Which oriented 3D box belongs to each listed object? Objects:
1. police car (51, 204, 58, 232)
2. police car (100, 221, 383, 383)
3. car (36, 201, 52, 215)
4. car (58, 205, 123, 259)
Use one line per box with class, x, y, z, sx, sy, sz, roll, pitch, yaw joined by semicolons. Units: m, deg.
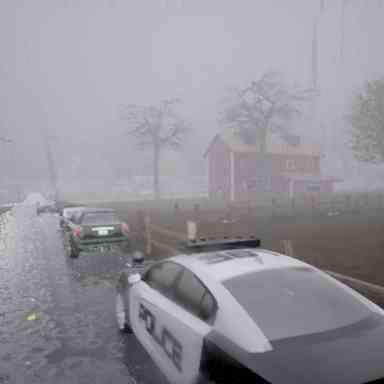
police car;-6.606;1.554;18.813;1.930;1.638;5.238;-1;0;-26
police car;0.313;1.411;4.378;1.930;1.638;5.238;-1;0;-26
car;-17.050;1.886;38.749;1.812;1.442;4.674;-1;0;-25
car;-3.953;1.418;13.274;2.097;1.767;4.553;-1;0;-26
